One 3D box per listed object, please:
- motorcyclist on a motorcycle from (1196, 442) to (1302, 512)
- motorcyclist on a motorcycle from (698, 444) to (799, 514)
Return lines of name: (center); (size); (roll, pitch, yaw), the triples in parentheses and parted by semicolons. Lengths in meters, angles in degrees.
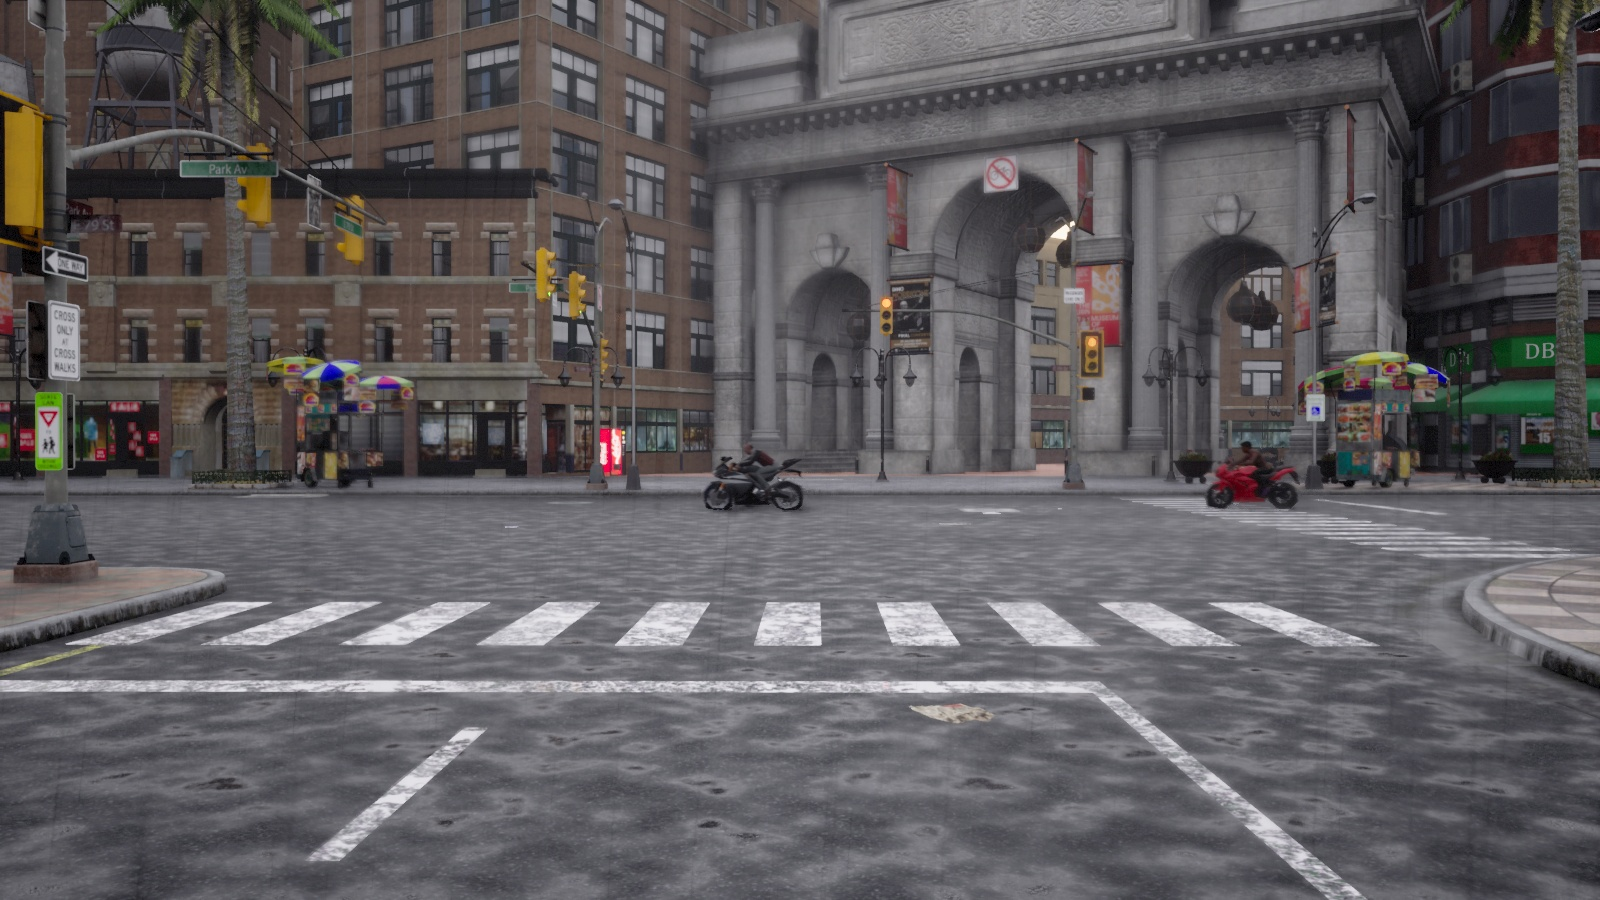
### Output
motorcyclist on a motorcycle: (9.881, 0.580, 27.675); (2.044, 1.523, 0.797); (0, 0, 1)
motorcyclist on a motorcycle: (-1.123, 0.623, 27.830); (2.191, 1.530, 0.866); (0, 0, 1)
